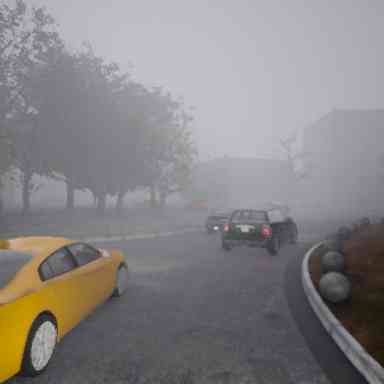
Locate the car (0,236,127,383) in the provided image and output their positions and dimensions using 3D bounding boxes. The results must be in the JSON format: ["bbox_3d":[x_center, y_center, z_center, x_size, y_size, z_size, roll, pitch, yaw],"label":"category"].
[{"bbox_3d":[-2.601,1.484,5.631,1.882,1.535,5.008,0,0,6],"label":"car"}]

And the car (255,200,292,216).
[{"bbox_3d":[8.713,1.725,36.085,1.882,1.535,5.008,1,-1,-12],"label":"car"}]

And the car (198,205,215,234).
[{"bbox_3d":[2.515,1.612,19.233,1.837,1.490,4.892,0,0,32],"label":"car"}]

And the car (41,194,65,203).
[{"bbox_3d":[-32.881,1.778,78.011,4.553,1.767,2.185,0,0,-15],"label":"car"}]

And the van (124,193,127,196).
[{"bbox_3d":[-15.275,1.728,89.531,4.442,1.987,1.878,0,0,-15],"label":"van"}]

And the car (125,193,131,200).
[{"bbox_3d":[-14.372,1.832,86.763,4.553,1.767,2.185,0,0,-15],"label":"car"}]

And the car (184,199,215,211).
[{"bbox_3d":[1.017,1.663,43.820,2.097,1.767,4.553,0,-1,-41],"label":"car"}]

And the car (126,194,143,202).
[{"bbox_3d":[-13.010,1.985,81.501,4.792,1.488,2.163,0,0,-15],"label":"car"}]

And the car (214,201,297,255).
[{"bbox_3d":[2.976,1.413,14.007,2.097,1.767,4.553,0,-1,29],"label":"car"}]

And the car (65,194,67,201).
[{"bbox_3d":[-33.641,1.902,80.667,5.008,1.535,2.097,0,0,-15],"label":"car"}]

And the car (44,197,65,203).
[{"bbox_3d":[-34.356,1.936,83.328,4.674,1.452,2.002,0,0,-15],"label":"car"}]

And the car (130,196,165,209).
[{"bbox_3d":[-6.705,1.859,52.291,5.008,1.535,1.882,0,-1,21],"label":"car"}]
